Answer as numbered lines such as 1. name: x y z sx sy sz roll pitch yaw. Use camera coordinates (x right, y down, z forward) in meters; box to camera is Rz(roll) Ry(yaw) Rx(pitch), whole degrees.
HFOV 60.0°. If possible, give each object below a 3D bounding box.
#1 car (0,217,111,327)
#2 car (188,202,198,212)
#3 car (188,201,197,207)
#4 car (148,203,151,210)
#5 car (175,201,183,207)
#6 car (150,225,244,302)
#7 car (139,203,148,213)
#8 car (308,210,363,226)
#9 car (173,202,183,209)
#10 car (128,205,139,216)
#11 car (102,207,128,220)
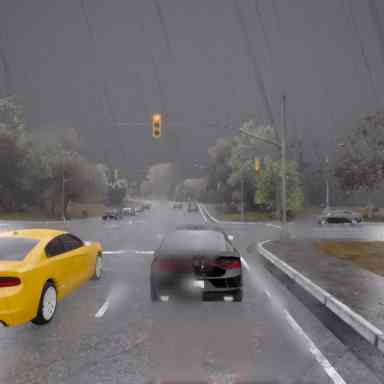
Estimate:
1. car: -3.406 1.542 7.248 1.882 1.535 5.008 0 -1 0
2. car: 0.239 3.229 67.846 2.128 1.511 4.902 0 0 0
3. car: 0.061 3.164 86.681 1.994 1.385 4.181 0 0 -3
4. car: -10.346 3.223 75.267 2.033 1.411 5.357 0 0 0
5. car: -3.440 3.158 86.702 1.994 1.385 4.181 0 0 -3
6. car: 0.102 1.565 8.490 1.882 1.535 5.008 0 -1 0
7. car: -10.408 3.240 64.686 2.128 1.511 4.902 0 0 1
8. car: 13.575 2.424 31.560 4.902 1.511 2.128 0 -2 -3
9. car: -3.343 3.176 76.633 1.837 1.490 4.892 0 0 0
10. car: -10.472 3.206 54.581 1.812 1.442 4.674 0 -1 0
11. car: -10.519 2.998 44.711 2.033 1.411 5.357 0 -2 1
